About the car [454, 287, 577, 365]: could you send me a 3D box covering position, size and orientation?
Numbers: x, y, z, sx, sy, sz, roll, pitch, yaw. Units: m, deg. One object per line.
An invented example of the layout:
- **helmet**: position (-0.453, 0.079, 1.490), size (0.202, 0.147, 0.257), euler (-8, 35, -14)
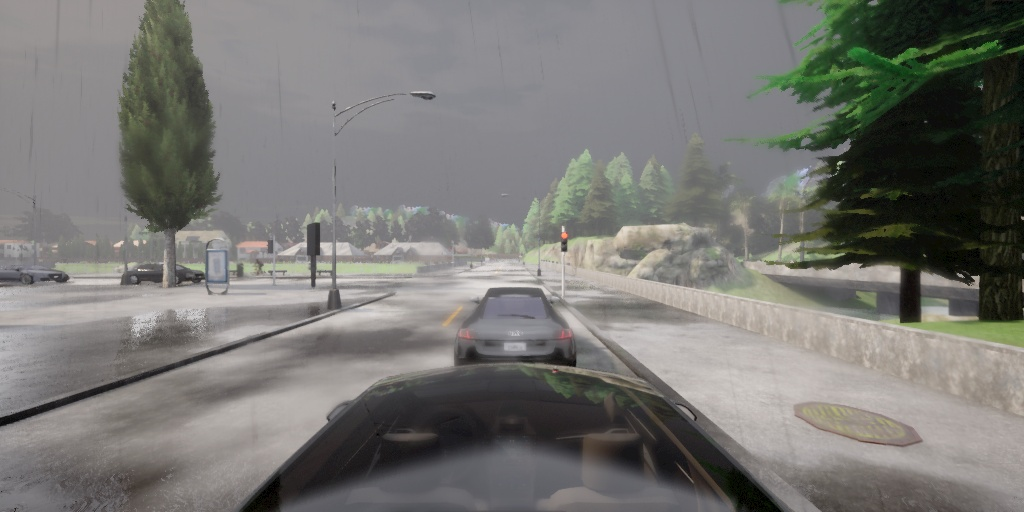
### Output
- **car**: position (0.063, 1.314, 7.318), size (1.994, 1.385, 4.181), euler (0, 0, 0)

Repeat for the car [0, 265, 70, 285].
- **car**: position (-34.756, 1.314, 25.745), size (4.181, 1.385, 1.994), euler (0, 0, 0)

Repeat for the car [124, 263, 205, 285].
- **car**: position (-24.836, 1.255, 25.742), size (4.892, 1.490, 1.837), euler (0, 0, 0)

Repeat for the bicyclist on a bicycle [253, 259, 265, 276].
- **bicyclist on a bicycle**: position (-24.104, 1.099, 34.140), size (0.582, 1.620, 1.656), euler (0, 0, 0)
